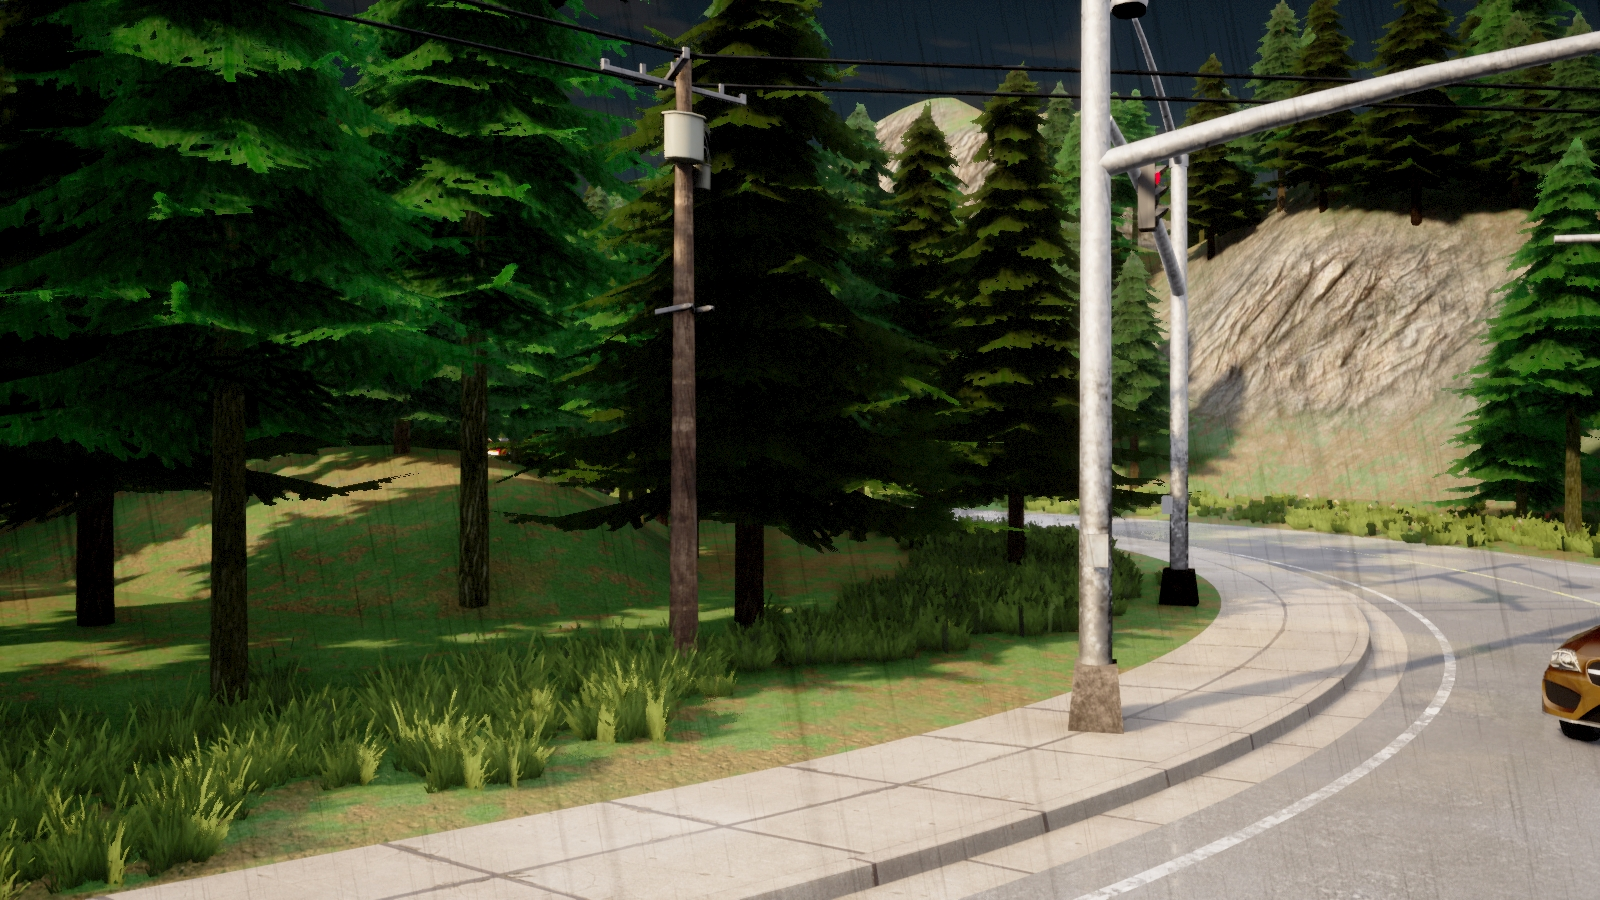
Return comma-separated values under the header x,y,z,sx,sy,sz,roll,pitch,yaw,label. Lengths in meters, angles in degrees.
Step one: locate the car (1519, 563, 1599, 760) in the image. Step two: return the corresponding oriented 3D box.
x,y,z,sx,sy,sz,roll,pitch,yaw,label
9.577,1.970,11.147,5.027,1.651,2.152,0,0,-29,car
